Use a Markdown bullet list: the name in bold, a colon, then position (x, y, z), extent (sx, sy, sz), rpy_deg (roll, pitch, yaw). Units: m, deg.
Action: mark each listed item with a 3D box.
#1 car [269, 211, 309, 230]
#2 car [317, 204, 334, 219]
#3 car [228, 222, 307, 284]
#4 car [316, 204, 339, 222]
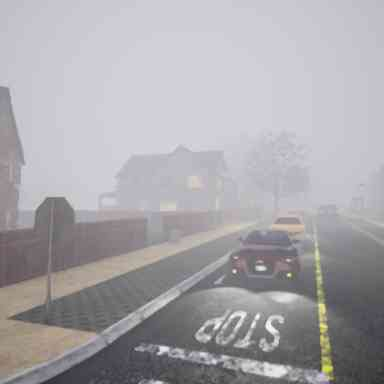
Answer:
- **car**: position (5.499, 2.050, 18.929), extent (1.882, 1.535, 5.008), rpy_deg (-1, -2, 20)
- **car**: position (19.501, 2.771, 48.822), extent (2.150, 2.045, 5.566), rpy_deg (-1, -2, 20)
- **car**: position (2.496, 1.879, 10.653), extent (1.994, 1.385, 4.181), rpy_deg (-1, -2, 20)
- **car**: position (15.829, 2.424, 38.732), extent (2.150, 2.045, 5.566), rpy_deg (-1, -2, 20)
